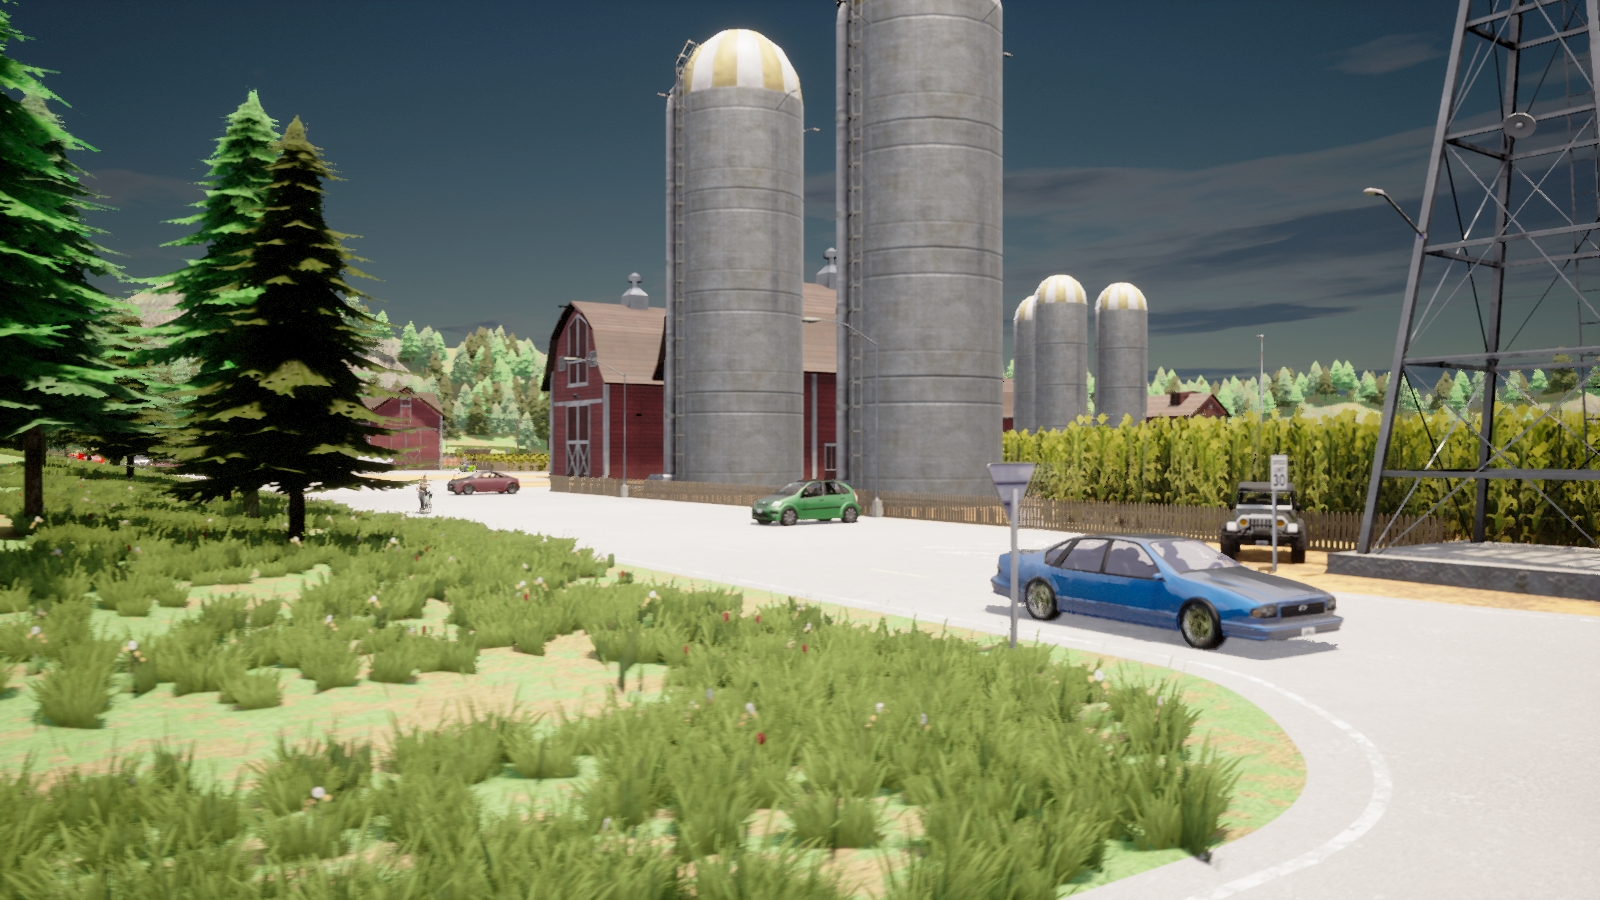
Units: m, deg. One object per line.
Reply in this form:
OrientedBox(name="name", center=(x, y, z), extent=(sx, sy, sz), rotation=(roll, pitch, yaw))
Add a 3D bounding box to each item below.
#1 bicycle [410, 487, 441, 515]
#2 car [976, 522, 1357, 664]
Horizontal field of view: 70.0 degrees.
OrientedBox(name="bicycle", center=(-15.526, 2.115, 47.370), extent=(0.859, 1.080, 1.487), rotation=(0, 0, -34))
OrientedBox(name="car", center=(5.180, 1.965, 17.051), extent=(2.033, 1.411, 5.357), rotation=(0, 0, -32))
